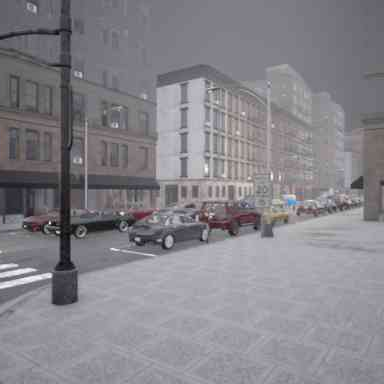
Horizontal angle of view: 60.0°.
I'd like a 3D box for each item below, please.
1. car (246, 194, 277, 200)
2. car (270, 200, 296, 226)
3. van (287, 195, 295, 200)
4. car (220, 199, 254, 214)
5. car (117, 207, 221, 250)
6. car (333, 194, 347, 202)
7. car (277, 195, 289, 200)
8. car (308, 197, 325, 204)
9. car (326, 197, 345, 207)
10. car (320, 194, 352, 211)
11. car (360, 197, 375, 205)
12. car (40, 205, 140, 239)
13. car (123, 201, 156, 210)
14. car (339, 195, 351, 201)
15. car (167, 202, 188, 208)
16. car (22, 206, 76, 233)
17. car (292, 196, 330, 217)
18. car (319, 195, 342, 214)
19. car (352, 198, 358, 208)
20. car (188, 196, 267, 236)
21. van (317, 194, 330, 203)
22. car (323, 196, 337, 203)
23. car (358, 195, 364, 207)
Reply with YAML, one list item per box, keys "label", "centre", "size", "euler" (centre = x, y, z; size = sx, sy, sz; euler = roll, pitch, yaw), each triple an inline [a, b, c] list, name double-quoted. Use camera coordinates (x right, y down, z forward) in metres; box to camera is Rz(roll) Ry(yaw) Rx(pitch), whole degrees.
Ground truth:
- label: "car"
  centre: [6.494, 1.241, 34.460]
  size: [2.150, 2.045, 5.566]
  euler: [0, 0, 35]
- label: "car"
  centre: [5.493, 1.563, 23.529]
  size: [1.752, 1.417, 4.829]
  euler: [0, 0, 35]
- label: "van"
  centre: [14.402, 1.357, 50.126]
  size: [1.690, 1.788, 3.998]
  euler: [0, 0, 35]
- label: "car"
  centre: [5.060, 1.555, 36.856]
  size: [1.887, 1.381, 4.507]
  euler: [0, 0, 35]
- label: "car"
  centre: [-0.832, 1.585, 14.543]
  size: [2.008, 1.369, 4.403]
  euler: [0, 0, 35]
- label: "car"
  centre: [36.198, 1.343, 81.090]
  size: [2.192, 1.841, 5.009]
  euler: [0, 0, 35]
- label: "car"
  centre: [11.189, 1.539, 45.564]
  size: [1.752, 1.417, 4.829]
  euler: [0, 0, 35]
- label: "car"
  centre: [23.742, 1.589, 63.397]
  size: [1.947, 1.339, 4.313]
  euler: [0, 0, 35]
- label: "car"
  centre: [22.630, 1.544, 52.279]
  size: [1.837, 1.490, 4.892]
  euler: [0, 0, 35]
- label: "car"
  centre: [17.850, 1.359, 41.083]
  size: [2.192, 1.841, 5.009]
  euler: [0, 0, 35]
- label: "car"
  centre: [33.418, 1.621, 63.201]
  size: [1.947, 1.339, 4.313]
  euler: [0, 0, 35]
- label: "car"
  centre: [-5.250, 1.614, 17.799]
  size: [1.895, 1.301, 4.718]
  euler: [0, 0, 33]
- label: "car"
  centre: [-4.281, 1.445, 23.586]
  size: [1.967, 1.590, 4.097]
  euler: [0, 0, 35]
- label: "car"
  centre: [39.311, 1.572, 85.514]
  size: [1.887, 1.381, 4.507]
  euler: [0, 0, 35]
- label: "car"
  centre: [0.515, 1.521, 25.994]
  size: [1.837, 1.490, 4.892]
  euler: [0, 0, 35]
- label: "car"
  centre: [-7.394, 1.549, 19.163]
  size: [1.887, 1.381, 4.507]
  euler: [0, 0, 35]
- label: "car"
  centre: [11.622, 1.481, 32.236]
  size: [1.967, 1.590, 4.097]
  euler: [0, 0, 35]
- label: "car"
  centre: [14.736, 1.482, 36.660]
  size: [1.967, 1.590, 4.097]
  euler: [0, 0, 35]
- label: "car"
  centre: [20.963, 1.628, 45.507]
  size: [1.802, 1.307, 4.206]
  euler: [0, 0, 35]
- label: "car"
  centre: [2.282, 1.351, 18.966]
  size: [2.192, 1.841, 5.009]
  euler: [0, 0, 35]
- label: "van"
  centre: [26.856, 1.366, 67.819]
  size: [1.690, 1.788, 3.998]
  euler: [0, 0, 35]
- label: "car"
  centre: [29.970, 1.571, 72.244]
  size: [1.887, 1.381, 4.507]
  euler: [0, 0, 35]
- label: "car"
  centre: [24.077, 1.614, 49.931]
  size: [1.947, 1.339, 4.313]
  euler: [0, 0, 35]
